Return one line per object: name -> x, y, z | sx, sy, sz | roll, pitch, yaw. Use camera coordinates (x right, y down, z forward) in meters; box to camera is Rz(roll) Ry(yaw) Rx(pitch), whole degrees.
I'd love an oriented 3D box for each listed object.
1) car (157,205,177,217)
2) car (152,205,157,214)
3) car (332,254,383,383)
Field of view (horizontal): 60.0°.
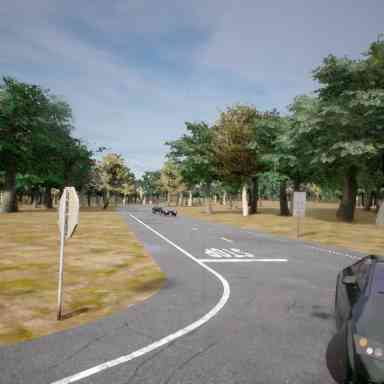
car -> -3.457, 2.848, 48.040 | 1.895, 1.301, 4.718 | 3, -2, -13
car -> -5.709, 2.959, 56.887 | 1.882, 1.535, 5.008 | 3, -2, -14
car -> 3.113, 1.643, 4.634 | 1.994, 1.385, 4.181 | 1, -1, 22
